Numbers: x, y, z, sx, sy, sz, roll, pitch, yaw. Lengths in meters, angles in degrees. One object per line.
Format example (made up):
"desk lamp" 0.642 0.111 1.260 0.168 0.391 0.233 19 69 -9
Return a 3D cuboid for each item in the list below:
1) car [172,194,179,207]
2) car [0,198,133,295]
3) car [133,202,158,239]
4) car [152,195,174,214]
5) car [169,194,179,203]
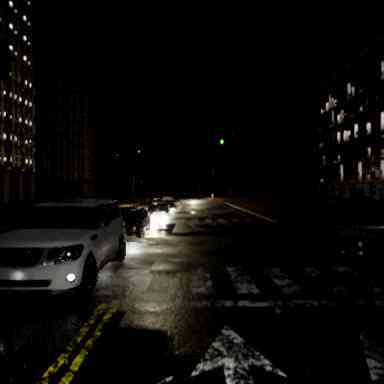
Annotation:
"car" -3.256 1.347 45.391 2.128 1.511 4.902 0 0 0
"car" -3.251 1.217 8.990 2.150 2.045 5.566 0 0 0
"car" -3.248 1.486 17.419 2.033 1.411 5.357 0 1 0
"car" -3.255 1.396 33.837 2.128 1.511 4.902 0 0 0
"car" -3.361 1.208 62.795 1.837 1.490 4.892 0 0 -2
